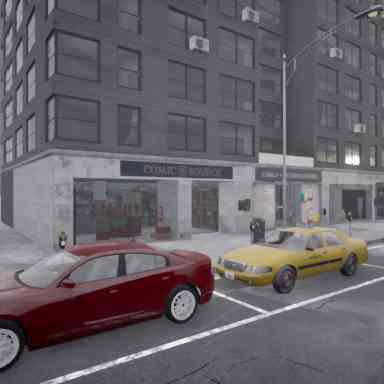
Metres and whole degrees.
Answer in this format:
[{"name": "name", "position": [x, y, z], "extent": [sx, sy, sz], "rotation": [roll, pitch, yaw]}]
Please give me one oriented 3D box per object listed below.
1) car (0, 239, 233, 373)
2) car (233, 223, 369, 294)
[{"name": "car", "position": [-1.682, 1.545, 5.569], "extent": [4.507, 1.381, 1.887], "rotation": [0, 0, -36]}, {"name": "car", "position": [2.791, 1.525, 8.768], "extent": [4.829, 1.417, 1.752], "rotation": [0, 0, -36]}]
